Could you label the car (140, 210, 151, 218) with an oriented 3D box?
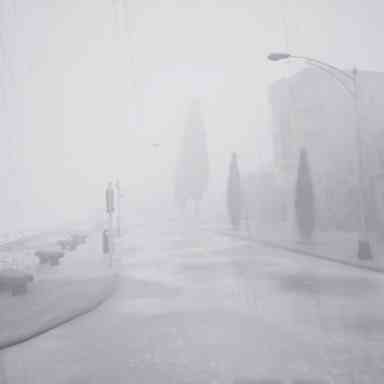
[{"bbox_3d":[-11.808,6.017,86.724,1.895,1.301,4.718,-1,-3,-12],"label":"car"}]
